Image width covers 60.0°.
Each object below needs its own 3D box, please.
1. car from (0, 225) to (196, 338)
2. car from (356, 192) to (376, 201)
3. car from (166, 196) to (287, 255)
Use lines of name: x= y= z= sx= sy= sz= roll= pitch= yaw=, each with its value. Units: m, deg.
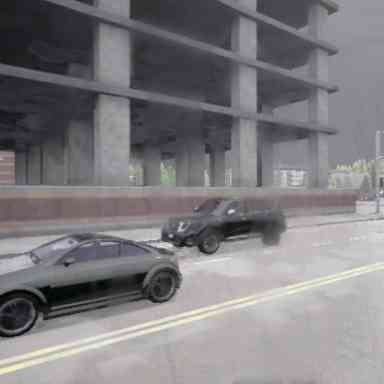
car: x=-2.261 y=1.560 z=6.640 sx=4.181 sy=1.385 sz=1.994 roll=0 pitch=0 yaw=-35
car: x=37.005 y=1.297 z=70.200 sx=3.806 sy=1.475 sz=1.970 roll=0 pitch=0 yaw=-35
car: x=1.500 y=1.206 z=13.642 sx=5.566 sy=2.045 sz=2.150 roll=-1 pitch=0 yaw=-35
